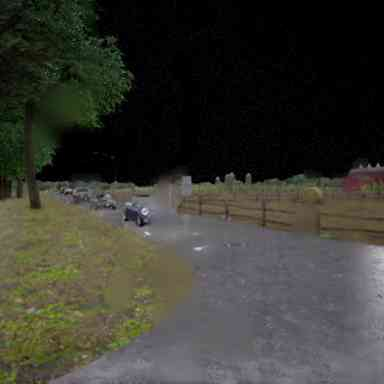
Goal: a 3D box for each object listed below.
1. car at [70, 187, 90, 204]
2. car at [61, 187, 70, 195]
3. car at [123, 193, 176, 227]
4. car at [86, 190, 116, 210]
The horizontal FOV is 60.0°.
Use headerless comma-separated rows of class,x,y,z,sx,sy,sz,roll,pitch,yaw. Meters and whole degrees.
car,-14.476,0.414,44.149,2.150,2.045,5.566,-1,2,-25
car,-32.197,0.029,86.826,1.882,1.535,5.008,-1,1,-26
car,-2.612,0.987,19.731,2.097,1.767,4.553,-1,2,-26
car,-8.650,0.904,32.111,1.837,1.490,4.892,-1,2,-26
